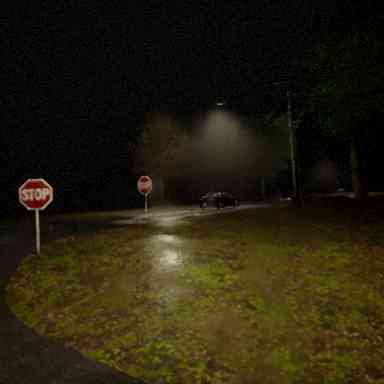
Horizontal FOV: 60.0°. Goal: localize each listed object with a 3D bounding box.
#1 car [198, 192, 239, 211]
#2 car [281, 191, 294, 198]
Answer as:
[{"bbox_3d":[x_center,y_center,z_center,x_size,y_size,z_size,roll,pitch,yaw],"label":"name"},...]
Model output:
[{"bbox_3d":[2.454,0.798,29.559,2.128,1.511,4.902,-4,-1,35],"label":"car"},{"bbox_3d":[19.192,0.551,66.108,1.895,1.301,4.718,-4,-1,35],"label":"car"}]
